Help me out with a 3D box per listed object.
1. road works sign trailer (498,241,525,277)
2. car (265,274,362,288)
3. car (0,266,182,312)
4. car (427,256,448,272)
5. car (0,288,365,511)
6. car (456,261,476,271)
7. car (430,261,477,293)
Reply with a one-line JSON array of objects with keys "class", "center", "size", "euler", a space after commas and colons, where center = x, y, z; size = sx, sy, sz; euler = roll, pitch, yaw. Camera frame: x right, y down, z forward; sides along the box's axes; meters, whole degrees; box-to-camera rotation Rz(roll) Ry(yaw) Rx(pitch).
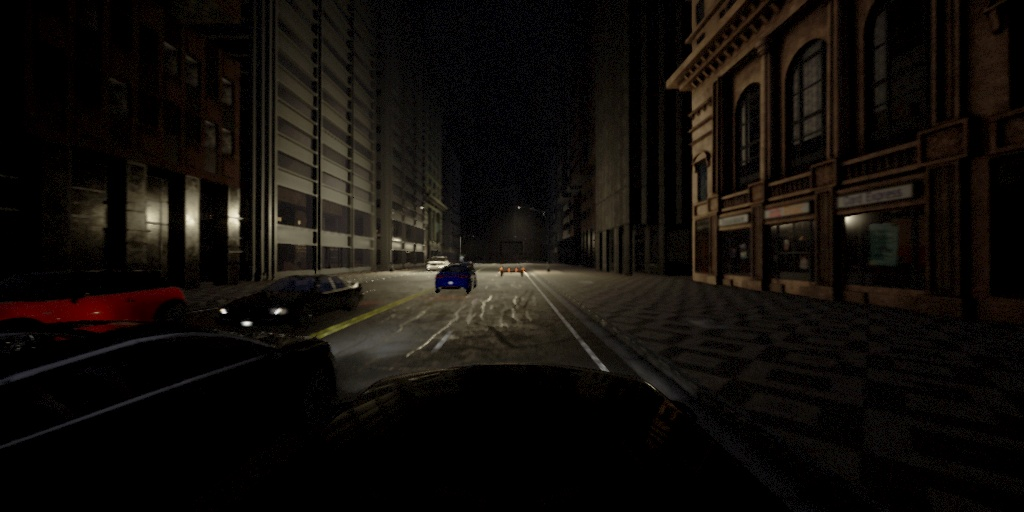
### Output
[{"class": "road works sign trailer", "center": [-0.012, 0.254, 35.971], "size": [2.380, 3.560, 2.880], "euler": [0, 0, 0]}, {"class": "car", "center": [-6.603, 1.303, 11.588], "size": [2.033, 1.411, 5.357], "euler": [0, 0, 0]}, {"class": "car", "center": [-9.852, 1.105, 7.773], "size": [2.097, 1.767, 4.553], "euler": [0, 0, 0]}, {"class": "car", "center": [-9.845, 1.050, 48.142], "size": [2.150, 2.045, 5.566], "euler": [0, 0, 0]}, {"class": "car", "center": [-3.151, 1.242, 2.678], "size": [2.128, 1.511, 4.902], "euler": [0, 0, 0]}, {"class": "car", "center": [-6.586, 1.389, 51.839], "size": [2.033, 1.411, 5.357], "euler": [0, 0, 0]}, {"class": "car", "center": [-3.168, 1.242, 20.942], "size": [1.882, 1.535, 5.008], "euler": [0, 0, 0]}]
